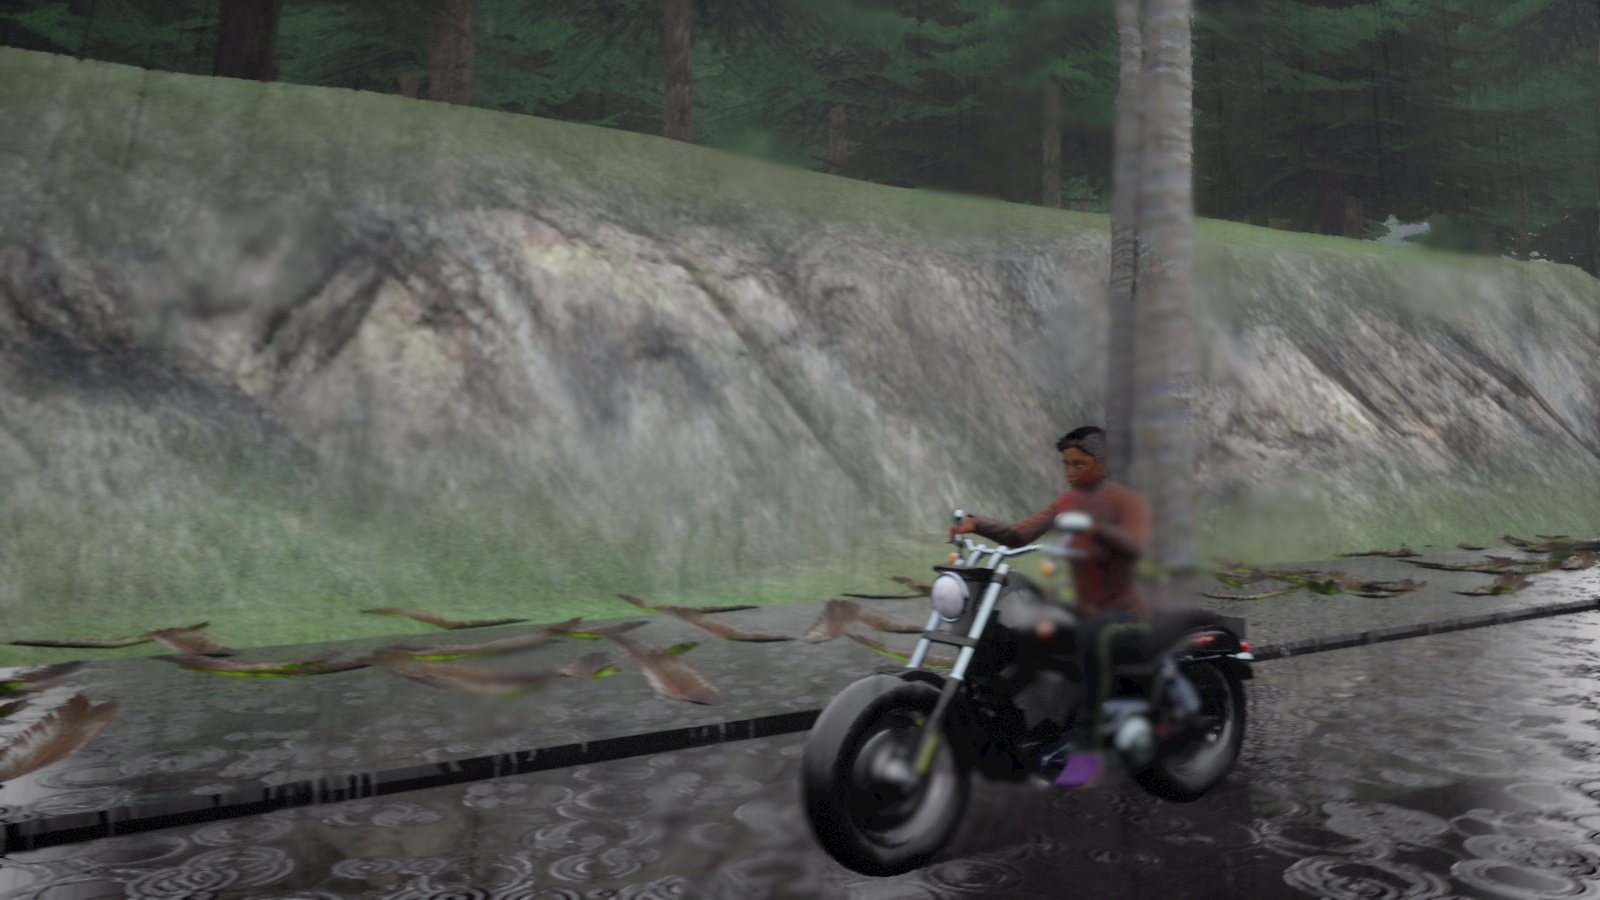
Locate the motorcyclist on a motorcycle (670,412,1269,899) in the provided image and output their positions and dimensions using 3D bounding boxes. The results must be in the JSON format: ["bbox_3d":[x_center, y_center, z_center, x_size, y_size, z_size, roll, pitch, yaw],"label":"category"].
[{"bbox_3d":[0.730,0.705,4.777,2.350,1.649,0.766,0,0,-35],"label":"motorcyclist on a motorcycle"}]
